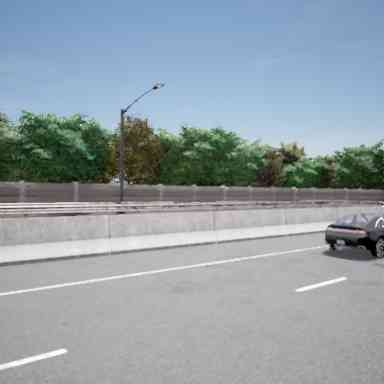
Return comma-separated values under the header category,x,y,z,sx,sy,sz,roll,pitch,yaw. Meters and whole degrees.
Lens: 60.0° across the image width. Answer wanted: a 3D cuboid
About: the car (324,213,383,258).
category,x,y,z,sx,sy,sz,roll,pitch,yaw
car,7.351,1.617,13.388,4.902,1.511,2.128,0,0,-35
